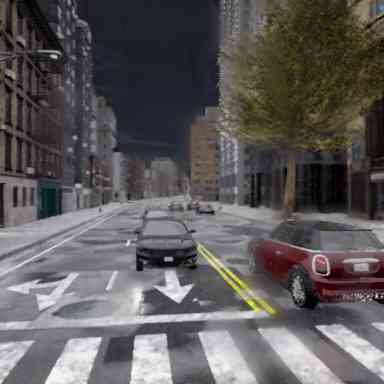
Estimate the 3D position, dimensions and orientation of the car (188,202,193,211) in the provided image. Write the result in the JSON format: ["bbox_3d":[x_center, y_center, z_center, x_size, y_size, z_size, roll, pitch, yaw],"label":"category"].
[{"bbox_3d":[0.315,2.247,52.726,2.128,1.511,4.902,0,-1,-7],"label":"car"}]

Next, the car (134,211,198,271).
[{"bbox_3d":[-0.983,1.673,11.914,1.882,1.535,5.008,0,-1,-7],"label":"car"}]

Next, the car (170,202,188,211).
[{"bbox_3d":[-2.300,2.196,48.441,2.128,1.511,4.902,0,-1,-7],"label":"car"}]

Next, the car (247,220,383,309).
[{"bbox_3d":[2.954,1.490,8.442,2.097,1.767,4.553,0,-1,-7],"label":"car"}]

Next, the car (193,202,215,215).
[{"bbox_3d":[1.673,2.198,42.811,1.994,1.385,4.181,0,-1,-7],"label":"car"}]

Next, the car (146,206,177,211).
[{"bbox_3d":[-2.203,1.865,21.226,1.812,1.442,4.674,0,-1,-7],"label":"car"}]

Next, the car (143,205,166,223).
[{"bbox_3d":[-3.574,2.037,31.741,2.033,1.411,5.357,0,-1,-7],"label":"car"}]
